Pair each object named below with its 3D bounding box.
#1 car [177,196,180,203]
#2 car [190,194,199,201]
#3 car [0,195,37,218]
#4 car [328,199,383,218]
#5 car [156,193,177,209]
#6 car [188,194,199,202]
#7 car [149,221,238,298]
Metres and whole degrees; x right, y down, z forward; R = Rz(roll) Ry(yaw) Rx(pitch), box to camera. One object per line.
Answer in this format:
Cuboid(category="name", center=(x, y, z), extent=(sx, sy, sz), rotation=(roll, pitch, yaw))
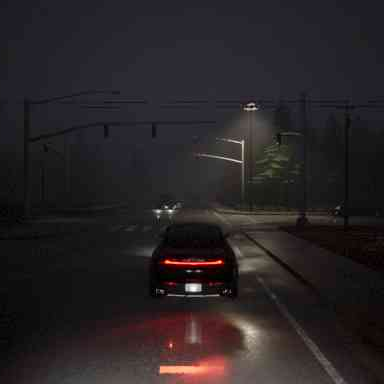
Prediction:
Cuboid(category="car", center=(-3.557, 1.564, 55.864), extent=(1.994, 1.385, 4.181), rotation=(0, 0, 0))
Cuboid(category="car", center=(0.671, 1.297, 83.258), extent=(2.097, 1.767, 4.553), rotation=(0, 0, 2))
Cuboid(category="car", center=(-15.379, 1.249, 26.504), extent=(5.566, 2.045, 2.150), rotation=(0, 0, 1))
Cuboid(category="car", center=(14.590, 1.379, 29.660), extent=(4.553, 1.767, 2.097), rotation=(0, 0, 1))
Cuboid(category="car", center=(-3.591, 1.221, 45.938), extent=(2.150, 2.045, 5.566), rotation=(0, 0, 0))
Cuboid(category="car", center=(0.286, 1.353, 73.218), extent=(2.097, 1.767, 4.553), rotation=(0, 0, 2))
Cuboid(category="car", center=(0.049, 1.501, 8.525), extent=(1.837, 1.490, 4.892), rotation=(0, 0, 1))
